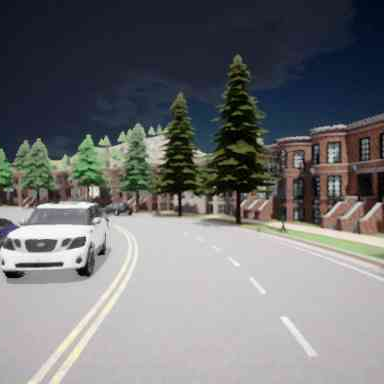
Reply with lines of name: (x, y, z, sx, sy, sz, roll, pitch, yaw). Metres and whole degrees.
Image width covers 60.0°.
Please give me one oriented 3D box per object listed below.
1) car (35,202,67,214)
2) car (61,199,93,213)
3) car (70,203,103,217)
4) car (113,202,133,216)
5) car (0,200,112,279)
car: (-18.466, 2.099, 43.545, 4.181, 1.385, 1.994, -1, -1, 38)
car: (-15.839, 1.913, 45.835, 4.553, 1.767, 2.097, -1, -1, 40)
car: (-11.895, 1.983, 37.319, 1.812, 1.442, 4.674, 1, -1, -40)
car: (-8.668, 1.979, 38.864, 1.837, 1.490, 4.892, 1, -1, -39)
car: (-4.130, 1.359, 10.946, 2.150, 2.045, 5.566, 0, -1, -8)
